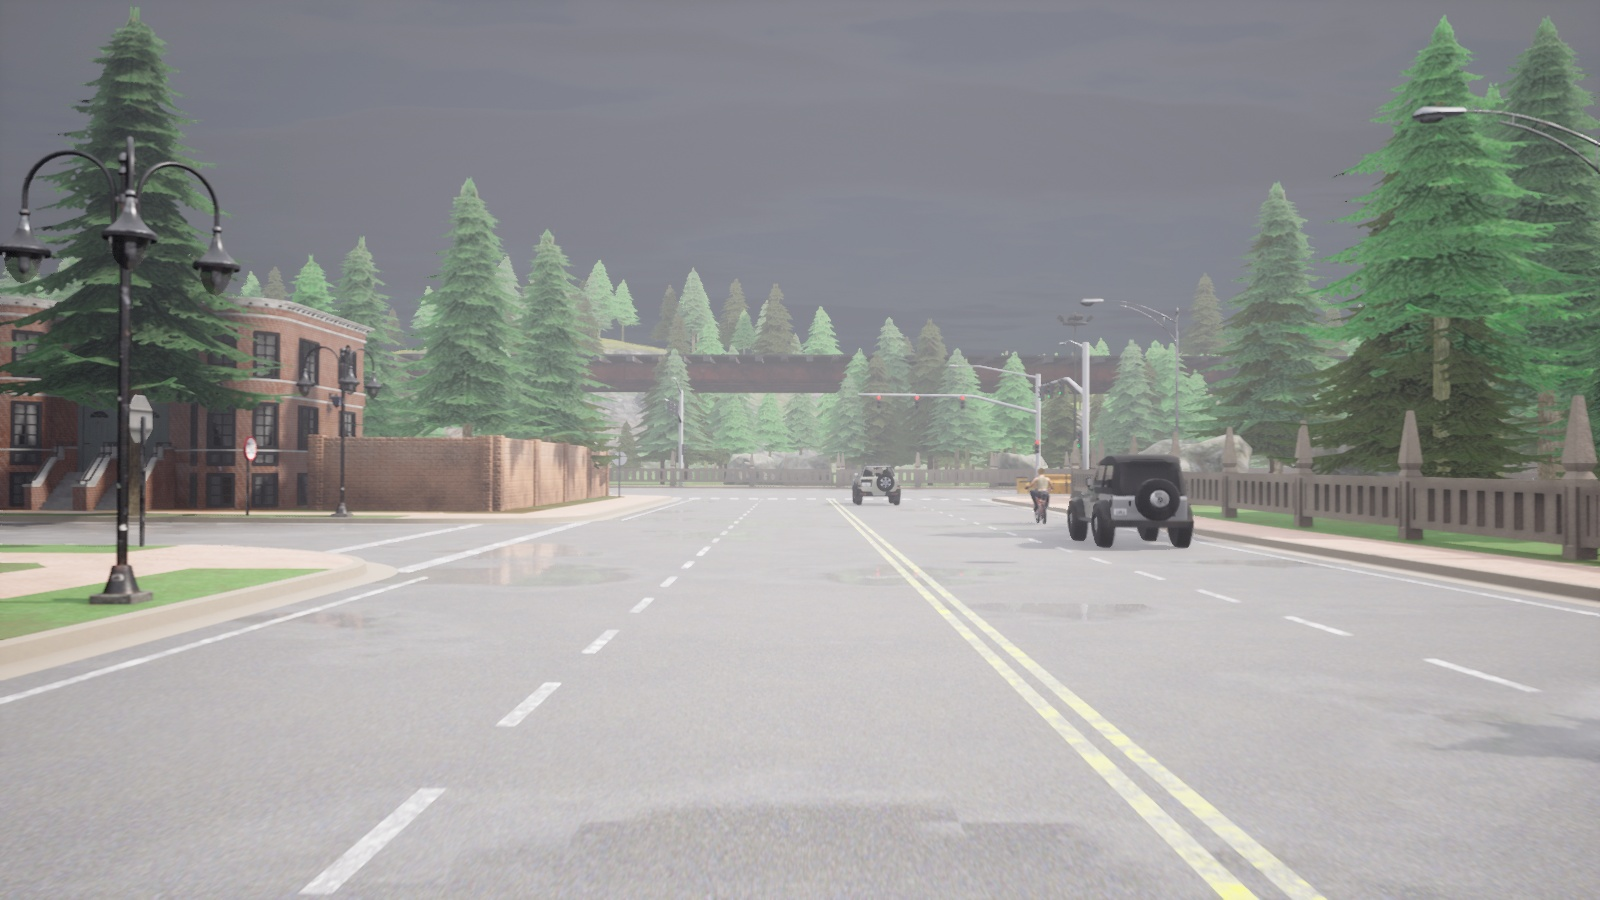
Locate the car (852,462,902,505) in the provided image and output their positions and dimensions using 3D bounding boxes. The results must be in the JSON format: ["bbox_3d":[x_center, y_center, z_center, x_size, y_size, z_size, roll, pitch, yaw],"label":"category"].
[{"bbox_3d":[3.364,1.456,55.715,1.932,1.855,4.605,0,-1,0],"label":"car"}]

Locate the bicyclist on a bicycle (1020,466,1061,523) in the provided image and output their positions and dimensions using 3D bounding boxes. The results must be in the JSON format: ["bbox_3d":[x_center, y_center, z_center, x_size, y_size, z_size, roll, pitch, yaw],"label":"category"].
[{"bbox_3d":[6.917,1.267,36.203,0.866,1.612,1.509,0,-1,0],"label":"bicyclist on a bicycle"}]

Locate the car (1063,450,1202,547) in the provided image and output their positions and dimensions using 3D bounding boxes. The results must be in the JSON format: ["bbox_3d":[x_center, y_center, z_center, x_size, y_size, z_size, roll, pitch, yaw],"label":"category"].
[{"bbox_3d":[6.934,0.981,26.591,1.905,1.878,3.866,0,-1,0],"label":"car"}]
